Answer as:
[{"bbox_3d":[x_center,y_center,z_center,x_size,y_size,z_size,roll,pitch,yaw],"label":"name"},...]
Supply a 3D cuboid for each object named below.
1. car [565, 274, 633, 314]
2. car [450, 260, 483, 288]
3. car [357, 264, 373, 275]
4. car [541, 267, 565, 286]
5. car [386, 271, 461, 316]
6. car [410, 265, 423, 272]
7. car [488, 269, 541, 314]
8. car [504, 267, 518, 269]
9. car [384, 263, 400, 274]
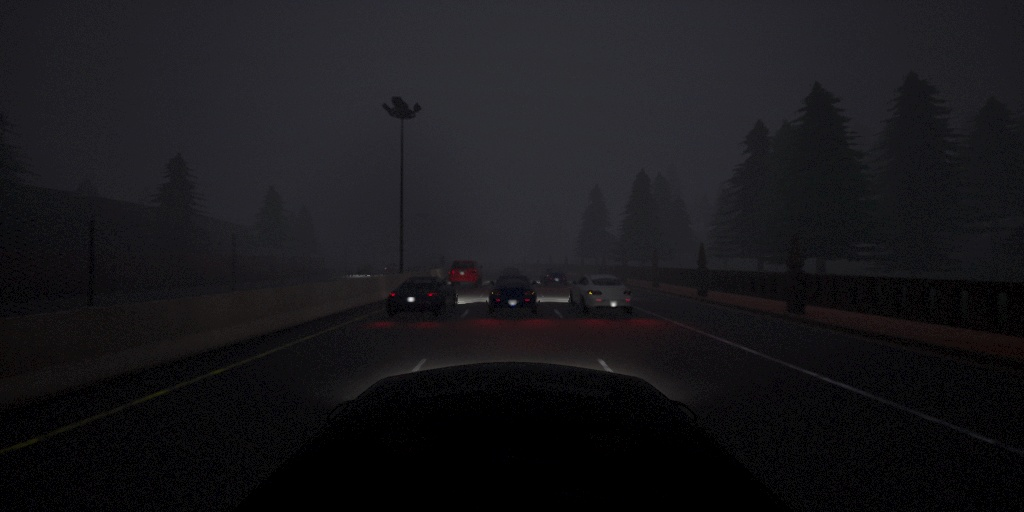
[{"bbox_3d":[3.547,1.458,14.750,1.812,1.442,4.674,0,-1,1],"label":"car"},{"bbox_3d":[-3.542,1.340,27.955,2.150,2.045,5.566,0,-1,-1],"label":"car"},{"bbox_3d":[-21.012,1.952,51.612,1.837,1.490,4.892,0,-1,-16],"label":"car"},{"bbox_3d":[3.427,1.668,29.768,1.812,1.442,4.674,0,-1,-1],"label":"car"},{"bbox_3d":[-3.457,1.491,14.346,1.994,1.385,4.181,0,-1,1],"label":"car"},{"bbox_3d":[-14.936,2.057,56.049,2.033,1.411,5.357,0,-1,-16],"label":"car"},{"bbox_3d":[0.048,1.458,14.741,1.812,1.442,4.674,0,-1,1],"label":"car"},{"bbox_3d":[-0.071,1.668,29.741,1.812,1.442,4.674,0,-1,-1],"label":"car"},{"bbox_3d":[-18.282,1.845,54.787,2.097,1.767,4.553,0,-1,-17],"label":"car"}]
